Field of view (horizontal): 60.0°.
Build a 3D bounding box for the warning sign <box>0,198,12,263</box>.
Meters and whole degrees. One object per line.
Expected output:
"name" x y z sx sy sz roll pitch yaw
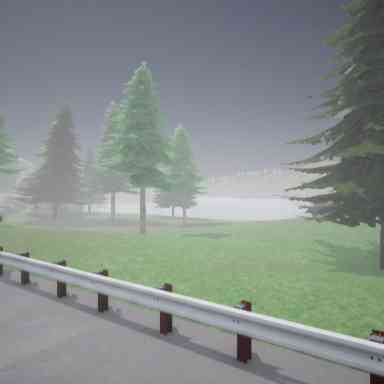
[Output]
"warning sign" -6.092 1.099 9.552 1.060 1.860 1.300 0 0 38
